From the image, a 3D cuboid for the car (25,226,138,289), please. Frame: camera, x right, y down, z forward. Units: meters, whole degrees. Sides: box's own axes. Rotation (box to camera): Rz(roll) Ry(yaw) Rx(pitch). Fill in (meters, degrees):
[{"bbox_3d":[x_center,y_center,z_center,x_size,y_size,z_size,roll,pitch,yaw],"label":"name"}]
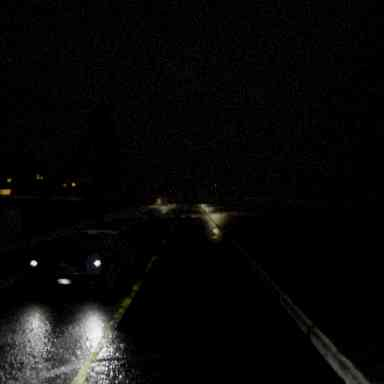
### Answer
[{"bbox_3d":[-2.850,1.719,9.646,1.895,1.301,4.718,0,-1,0],"label":"car"}]
